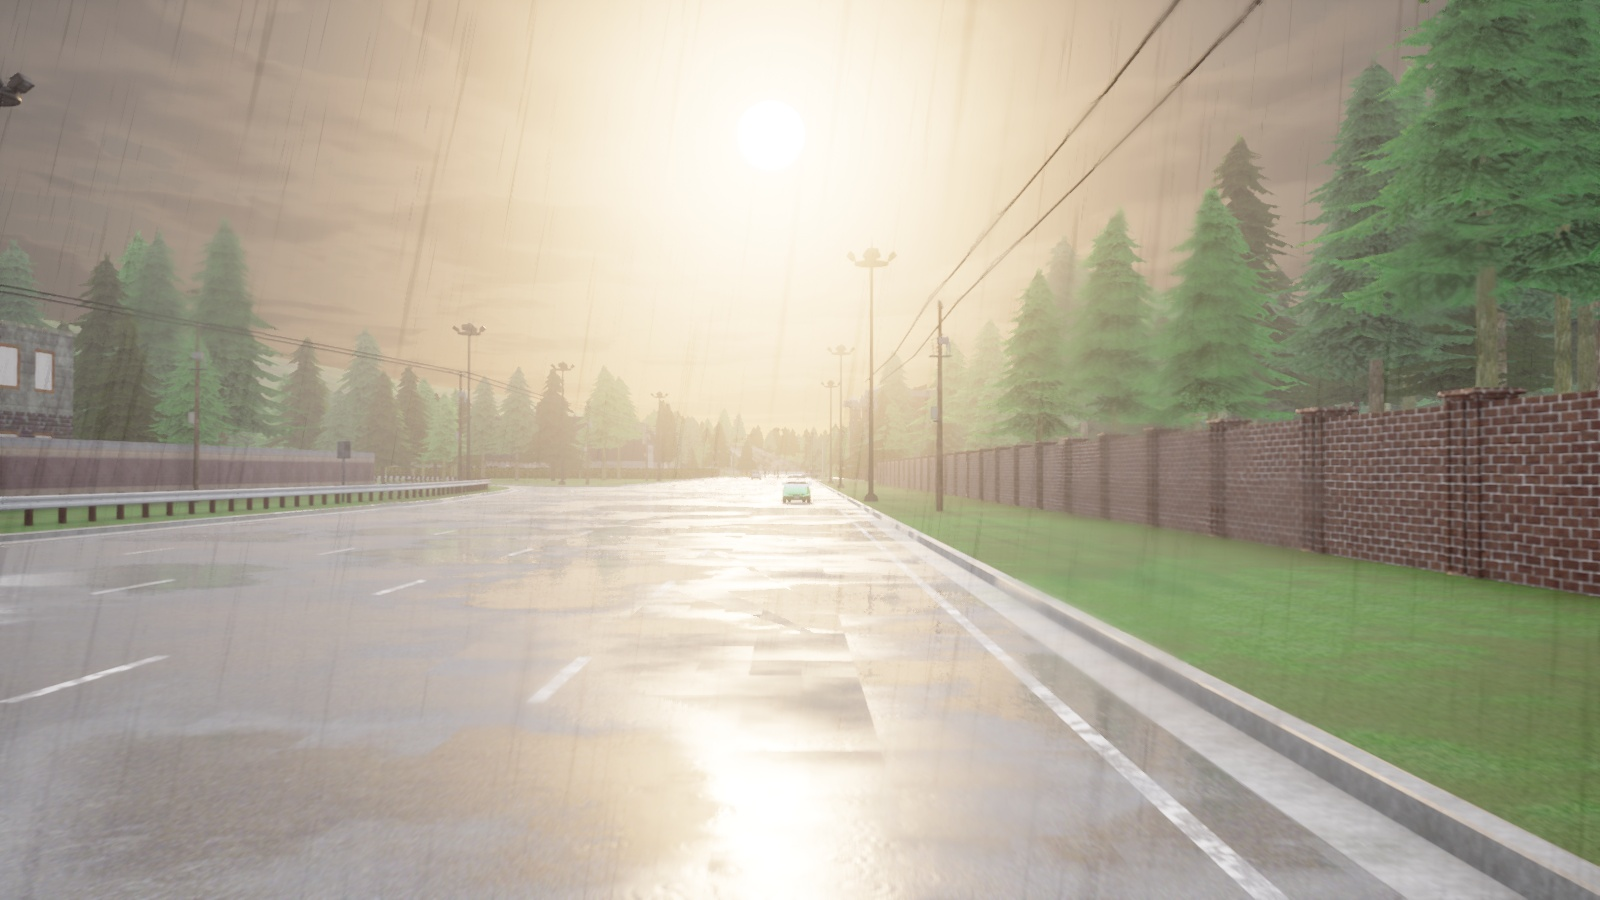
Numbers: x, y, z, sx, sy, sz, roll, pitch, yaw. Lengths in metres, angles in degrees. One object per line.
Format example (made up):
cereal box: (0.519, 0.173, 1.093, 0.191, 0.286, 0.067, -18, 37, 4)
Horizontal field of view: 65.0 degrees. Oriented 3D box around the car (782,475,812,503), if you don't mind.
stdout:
car: (-0.149, 1.906, 61.899, 1.481, 1.376, 2.207, 0, -1, 0)
